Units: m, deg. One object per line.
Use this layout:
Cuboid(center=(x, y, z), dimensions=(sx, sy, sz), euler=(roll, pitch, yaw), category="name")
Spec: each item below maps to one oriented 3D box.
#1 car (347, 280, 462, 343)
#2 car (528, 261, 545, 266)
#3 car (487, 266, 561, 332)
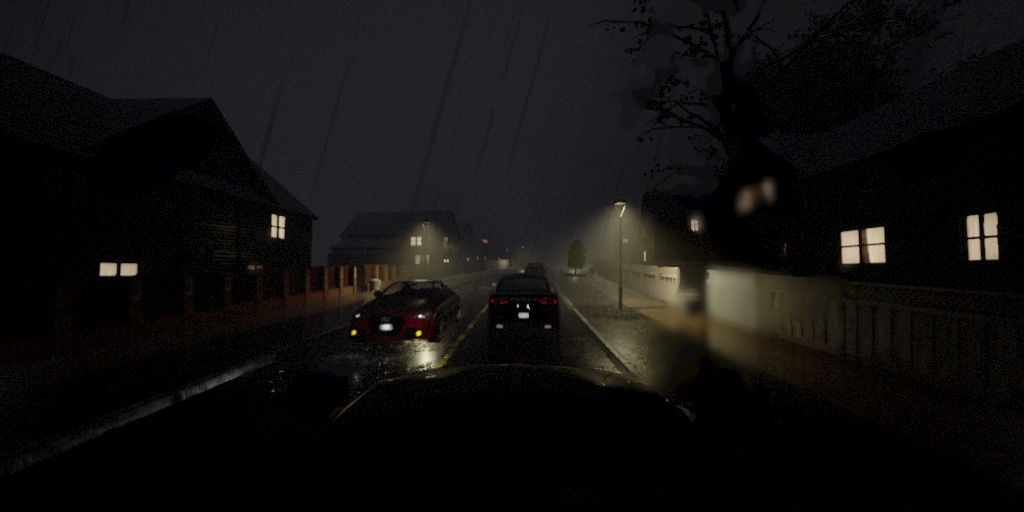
Cuboid(center=(-2.627, 1.346, 9.679), dimensions=(1.994, 1.385, 4.181), euler=(0, 0, 2), category="car")
Cuboid(center=(2.163, 1.341, 31.884), dimensions=(1.837, 1.490, 4.892), euler=(0, 0, 7), category="car")
Cuboid(center=(0.371, 1.260, 11.035), dimensions=(1.882, 1.535, 5.008), euler=(0, 0, 2), category="car")
